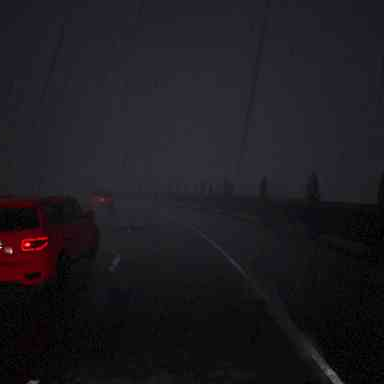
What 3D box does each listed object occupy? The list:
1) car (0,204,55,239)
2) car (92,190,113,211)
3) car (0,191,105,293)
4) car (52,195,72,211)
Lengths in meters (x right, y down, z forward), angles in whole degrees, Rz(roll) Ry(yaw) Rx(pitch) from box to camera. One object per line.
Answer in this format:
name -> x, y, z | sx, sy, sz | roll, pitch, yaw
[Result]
car -> -8.609, 1.377, 17.063 | 1.895, 1.301, 4.718 | 0, 1, -10
car -> -9.090, 0.778, 32.841 | 2.150, 2.045, 5.566 | 0, 1, -19
car -> -3.940, 1.106, 8.617 | 2.150, 2.045, 5.566 | 0, 1, -5
car -> -13.468, 1.066, 34.608 | 1.812, 1.442, 4.674 | 0, 1, -20
